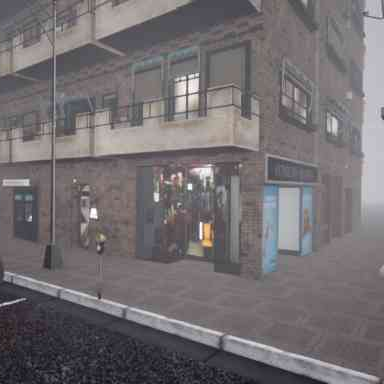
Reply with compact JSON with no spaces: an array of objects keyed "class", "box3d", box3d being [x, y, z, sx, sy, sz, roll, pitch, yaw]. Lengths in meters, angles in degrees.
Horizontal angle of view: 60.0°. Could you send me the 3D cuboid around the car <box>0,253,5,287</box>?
[{"class":"car","box3d":[-6.032,1.524,7.556,4.674,1.442,1.812,0,0,35]}]
